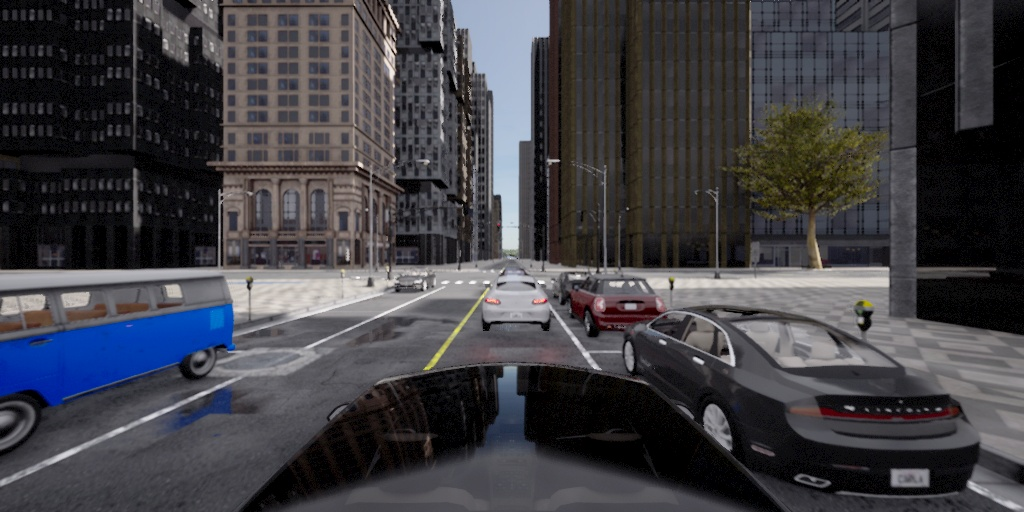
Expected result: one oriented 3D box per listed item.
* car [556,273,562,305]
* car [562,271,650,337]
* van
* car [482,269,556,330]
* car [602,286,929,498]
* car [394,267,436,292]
[{"bbox_3d":[2.790,1.333,15.950,2.007,1.370,4.403,0,0,0],"label":"car"},{"bbox_3d":[2.779,1.210,10.310,1.967,1.591,4.097,0,0,0],"label":"car"},{"bbox_3d":[-5.757,1.098,4.683,1.690,1.789,3.998,0,0,0],"label":"van"},{"bbox_3d":[0.118,1.298,11.029,1.812,1.442,4.674,0,0,0],"label":"car"},{"bbox_3d":[2.768,1.307,4.668,2.007,1.370,4.403,0,0,0],"label":"car"},{"bbox_3d":[-5.725,1.346,21.606,2.007,1.370,4.403,0,0,0],"label":"car"}]
